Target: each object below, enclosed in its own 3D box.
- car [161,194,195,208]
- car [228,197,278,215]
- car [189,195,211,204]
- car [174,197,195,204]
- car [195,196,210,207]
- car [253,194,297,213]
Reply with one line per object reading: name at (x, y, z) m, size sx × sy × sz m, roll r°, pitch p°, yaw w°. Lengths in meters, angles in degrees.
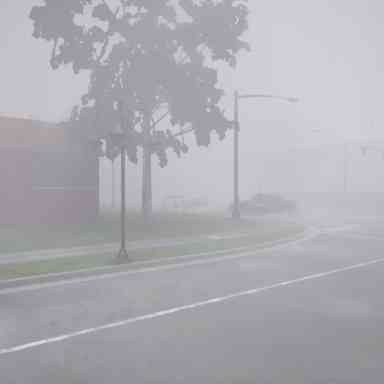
car at (-2.325, 1.327, 47.552) m, size 2.150 × 2.045 × 5.566 m, roll 0°, pitch 0°, yaw -34°
car at (6.040, 1.547, 34.954) m, size 2.033 × 1.411 × 5.357 m, roll 0°, pitch 0°, yaw -34°
car at (1.608, 1.478, 66.962) m, size 1.882 × 1.535 × 5.008 m, roll 0°, pitch 0°, yaw -34°
car at (-1.576, 1.601, 65.426) m, size 1.895 × 1.301 × 4.718 m, roll 0°, pitch 0°, yaw -34°
car at (0.565, 1.583, 49.533) m, size 1.994 × 1.385 × 4.181 m, roll 0°, pitch 0°, yaw -34°
car at (8.921, 1.222, 36.938) m, size 2.150 × 2.045 × 5.566 m, roll 0°, pitch 0°, yaw -34°
